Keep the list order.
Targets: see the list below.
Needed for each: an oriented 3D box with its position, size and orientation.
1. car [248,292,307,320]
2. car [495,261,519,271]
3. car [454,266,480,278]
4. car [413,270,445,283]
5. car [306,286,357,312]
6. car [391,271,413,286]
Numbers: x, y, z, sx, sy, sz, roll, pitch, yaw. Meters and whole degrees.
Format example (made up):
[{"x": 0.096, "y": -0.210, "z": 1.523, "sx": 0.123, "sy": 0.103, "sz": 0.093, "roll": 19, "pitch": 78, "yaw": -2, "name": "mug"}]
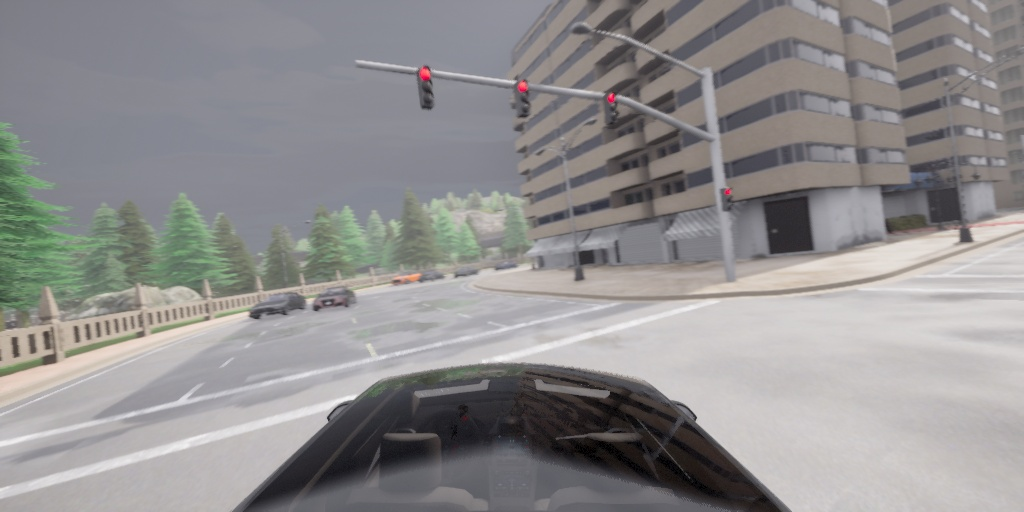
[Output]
[{"x": -15.379, "y": 3.190, "z": 23.891, "sx": 2.033, "sy": 1.411, "sz": 5.357, "roll": -7, "pitch": 0, "yaw": -13, "name": "car"}, {"x": -0.802, "y": 1.478, "z": 57.750, "sx": 1.994, "sy": 1.385, "sz": 4.181, "roll": -7, "pitch": 0, "yaw": 42, "name": "car"}, {"x": -6.086, "y": 2.110, "z": 48.757, "sx": 1.994, "sy": 1.385, "sz": 4.181, "roll": -7, "pitch": 0, "yaw": 24, "name": "car"}, {"x": -10.672, "y": 2.672, "z": 47.471, "sx": 1.994, "sy": 1.385, "sz": 4.181, "roll": -7, "pitch": 0, "yaw": 19, "name": "car"}, {"x": -11.634, "y": 2.746, "z": 23.687, "sx": 1.994, "sy": 1.385, "sz": 4.181, "roll": -7, "pitch": 0, "yaw": -13, "name": "car"}, {"x": -14.146, "y": 2.885, "z": 48.023, "sx": 2.097, "sy": 1.767, "sz": 4.553, "roll": -7, "pitch": 0, "yaw": 19, "name": "car"}]
